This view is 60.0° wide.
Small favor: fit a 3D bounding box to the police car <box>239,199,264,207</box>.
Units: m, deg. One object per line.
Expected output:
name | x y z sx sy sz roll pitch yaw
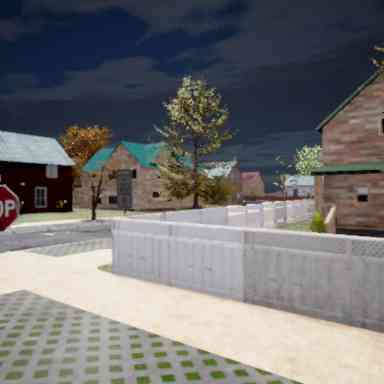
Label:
police car | 7.181 1.618 39.540 2.038 1.542 4.974 0 0 34
